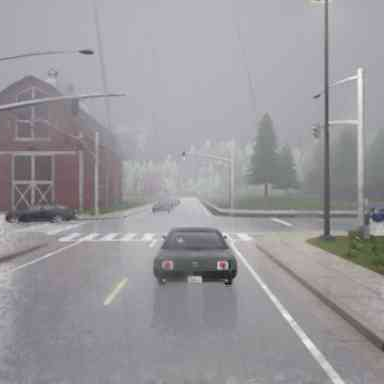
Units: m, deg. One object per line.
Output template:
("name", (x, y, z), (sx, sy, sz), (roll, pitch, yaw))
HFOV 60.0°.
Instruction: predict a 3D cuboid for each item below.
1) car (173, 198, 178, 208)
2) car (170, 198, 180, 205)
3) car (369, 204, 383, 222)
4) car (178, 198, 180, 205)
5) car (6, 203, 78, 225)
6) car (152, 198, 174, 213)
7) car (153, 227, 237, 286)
("car", (-3.587, 1.773, 50.100), (1.837, 1.490, 4.892), (0, 0, 0))
("car", (-3.493, 1.968, 70.480), (1.895, 1.301, 4.718), (0, 0, 0))
("car", (16.235, 1.330, 25.072), (5.566, 2.045, 2.150), (0, 0, 0))
("car", (-3.556, 1.827, 60.173), (1.837, 1.490, 4.892), (0, 0, 1))
("car", (-11.039, 1.582, 24.586), (5.008, 1.535, 1.882), (0, 0, -1))
("car", (-3.594, 1.779, 40.079), (1.994, 1.385, 4.181), (0, 0, 0))
("car", (0.083, 1.653, 9.548), (1.895, 1.301, 4.718), (0, 0, 0))
